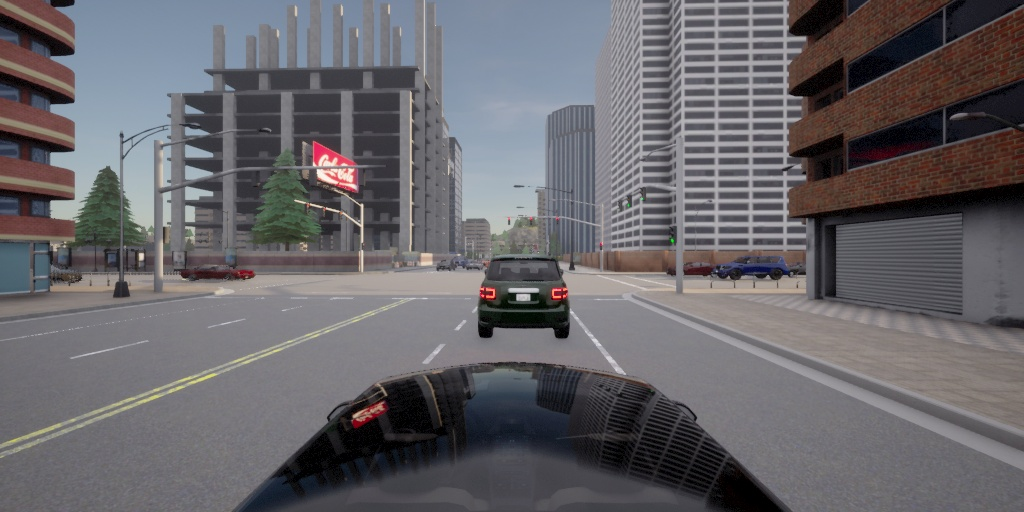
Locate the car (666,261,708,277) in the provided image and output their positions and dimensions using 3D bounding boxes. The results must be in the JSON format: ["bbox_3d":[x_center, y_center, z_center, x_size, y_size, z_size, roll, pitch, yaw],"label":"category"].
[{"bbox_3d":[17.310,1.228,34.071,5.008,1.535,1.882,0,0,2],"label":"car"}]

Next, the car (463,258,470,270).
[{"bbox_3d":[-5.276,1.351,51.160,1.895,1.301,4.718,0,0,2],"label":"car"}]

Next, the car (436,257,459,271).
[{"bbox_3d":[-8.880,1.255,48.524,1.837,1.490,4.892,0,0,2],"label":"car"}]

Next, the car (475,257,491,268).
[{"bbox_3d":[-4.871,1.102,61.260,2.097,1.767,4.553,0,0,2],"label":"car"}]

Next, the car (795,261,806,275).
[{"bbox_3d":[27.240,1.241,33.737,4.902,1.511,2.128,0,0,2],"label":"car"}]

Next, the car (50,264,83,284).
[{"bbox_3d":[-33.057,1.227,25.011,5.008,1.535,1.882,0,0,2],"label":"car"}]

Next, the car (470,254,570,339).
[{"bbox_3d":[0.338,0.971,10.283,2.150,2.045,5.566,0,0,2],"label":"car"}]

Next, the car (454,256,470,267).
[{"bbox_3d":[-8.497,0.971,58.372,2.150,2.045,5.566,0,0,1],"label":"car"}]

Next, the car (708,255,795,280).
[{"bbox_3d":[20.226,0.971,30.477,5.566,2.045,2.150,0,0,2],"label":"car"}]

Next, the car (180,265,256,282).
[{"bbox_3d":[-22.991,1.351,28.182,4.718,1.301,1.895,0,0,2],"label":"car"}]
